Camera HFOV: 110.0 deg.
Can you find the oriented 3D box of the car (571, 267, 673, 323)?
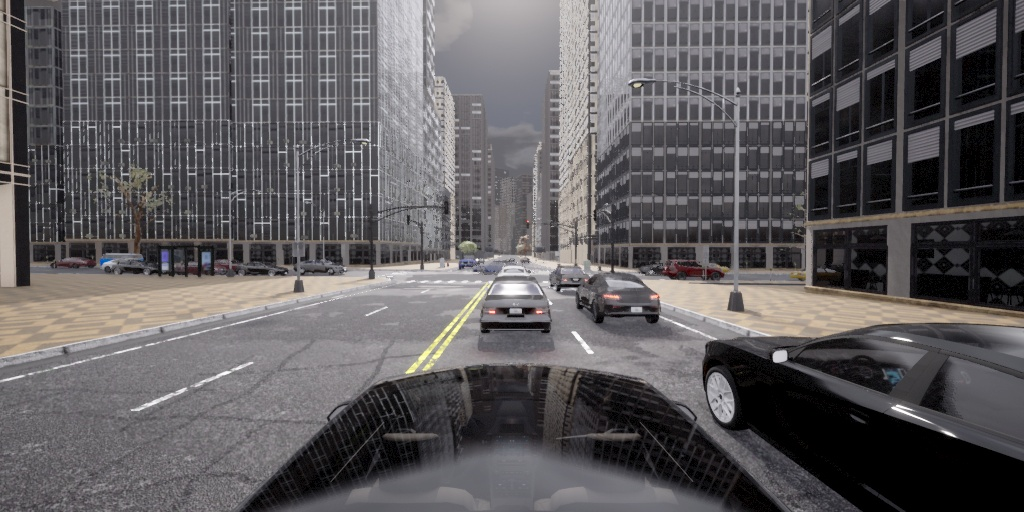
[{"bbox_3d":[3.345,1.271,11.922,1.812,1.442,4.674,0,0,0],"label":"car"}]

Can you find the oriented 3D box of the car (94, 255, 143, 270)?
[{"bbox_3d":[-37.967,0.949,35.675,4.674,1.442,1.812,1,1,2],"label":"car"}]

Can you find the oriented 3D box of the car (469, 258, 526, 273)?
[{"bbox_3d":[-1.517,1.249,38.197,5.357,1.411,2.033,1,1,1],"label":"car"}]

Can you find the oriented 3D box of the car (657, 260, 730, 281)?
[{"bbox_3d":[16.174,1.267,32.159,5.009,1.841,2.192,0,0,1],"label":"car"}]

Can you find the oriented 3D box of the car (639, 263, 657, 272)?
[{"bbox_3d":[15.919,1.360,37.944,4.892,1.490,1.837,0,1,1],"label":"car"}]

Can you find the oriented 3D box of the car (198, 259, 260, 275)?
[{"bbox_3d":[-27.917,1.041,35.469,4.674,1.442,1.812,1,1,1],"label":"car"}]

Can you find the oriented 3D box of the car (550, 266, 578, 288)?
[{"bbox_3d":[3.340,1.286,21.333,2.033,1.411,5.357,0,0,0],"label":"car"}]

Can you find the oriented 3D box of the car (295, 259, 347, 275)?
[{"bbox_3d":[-18.821,1.089,35.290,4.902,1.511,2.128,1,1,1],"label":"car"}]

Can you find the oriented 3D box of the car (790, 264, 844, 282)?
[{"bbox_3d":[27.623,1.577,31.970,4.829,1.417,1.751,0,0,1],"label":"car"}]

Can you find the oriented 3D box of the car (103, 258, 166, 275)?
[{"bbox_3d":[-34.116,1.067,32.960,4.313,1.339,1.948,0,0,1],"label":"car"}]

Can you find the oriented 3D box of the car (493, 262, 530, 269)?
[{"bbox_3d":[0.089,1.265,20.243,1.812,1.442,4.674,0,0,0],"label":"car"}]

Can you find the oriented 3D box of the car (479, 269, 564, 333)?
[{"bbox_3d":[0.096,1.293,10.652,2.033,1.411,5.357,0,0,0],"label":"car"}]

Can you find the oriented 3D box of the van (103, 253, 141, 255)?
[{"bbox_3d":[-45.313,0.603,41.613,3.998,1.789,1.690,0,0,1],"label":"van"}]

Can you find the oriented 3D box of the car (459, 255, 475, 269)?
[{"bbox_3d":[-6.631,0.932,53.883,2.150,2.045,5.566,0,0,0],"label":"car"}]

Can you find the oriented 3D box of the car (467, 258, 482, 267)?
[{"bbox_3d":[-6.604,1.190,63.801,2.128,1.511,4.902,0,0,0],"label":"car"}]

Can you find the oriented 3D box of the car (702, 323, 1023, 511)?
[{"bbox_3d":[3.344,1.227,2.575,1.882,1.535,5.008,0,0,0],"label":"car"}]

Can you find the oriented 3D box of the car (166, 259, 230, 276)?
[{"bbox_3d":[-28.435,1.136,32.791,4.207,1.307,1.802,0,0,1],"label":"car"}]

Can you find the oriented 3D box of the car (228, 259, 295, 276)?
[{"bbox_3d":[-22.751,1.172,32.661,4.313,1.339,1.948,0,0,1],"label":"car"}]
